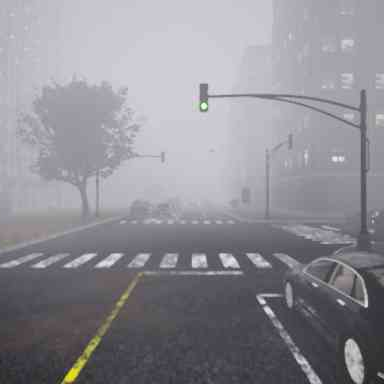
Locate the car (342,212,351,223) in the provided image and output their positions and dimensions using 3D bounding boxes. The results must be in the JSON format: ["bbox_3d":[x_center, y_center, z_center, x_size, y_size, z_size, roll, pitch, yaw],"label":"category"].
[{"bbox_3d":[13.424,1.652,24.529,4.403,1.369,2.008,-1,0,-1],"label":"car"}]

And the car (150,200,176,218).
[{"bbox_3d":[-3.102,1.969,36.151,1.837,1.490,4.892,0,-1,0],"label":"car"}]

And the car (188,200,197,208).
[{"bbox_3d":[0.087,2.416,66.431,2.033,1.411,5.357,0,-1,0],"label":"car"}]

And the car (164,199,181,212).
[{"bbox_3d":[-3.098,2.090,46.357,2.128,1.511,4.902,0,-1,0],"label":"car"}]

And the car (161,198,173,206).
[{"bbox_3d":[-5.697,2.319,76.165,2.192,1.841,5.009,0,-1,0],"label":"car"}]

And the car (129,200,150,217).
[{"bbox_3d":[-5.695,1.797,37.509,2.192,1.841,5.009,0,-1,0],"label":"car"}]

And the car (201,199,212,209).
[{"bbox_3d":[2.685,2.342,59.595,1.947,1.339,4.313,0,-1,0],"label":"car"}]

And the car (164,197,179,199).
[{"bbox_3d":[-3.089,1.961,56.938,2.150,2.045,5.566,0,-1,-1],"label":"car"}]

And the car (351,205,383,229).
[{"bbox_3d":[13.482,1.421,21.932,4.553,1.767,2.097,-1,-1,-1],"label":"car"}]

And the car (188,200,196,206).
[{"bbox_3d":[-0.005,2.613,77.107,1.895,1.301,4.718,0,-1,0],"label":"car"}]

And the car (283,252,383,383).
[{"bbox_3d":[2.688,1.616,5.121,2.008,1.369,4.403,0,-1,0],"label":"car"}]

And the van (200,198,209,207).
[{"bbox_3d":[2.684,2.268,70.644,1.690,1.788,3.998,0,-1,0],"label":"van"}]

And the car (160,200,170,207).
[{"bbox_3d":[-5.697,2.493,70.641,1.947,1.339,4.313,0,-1,0],"label":"car"}]

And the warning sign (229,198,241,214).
[{"bbox_3d":[5.066,1.625,39.637,1.300,1.860,1.060,0,-1,0],"label":"warning sign"}]

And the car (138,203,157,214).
[{"bbox_3d":[-5.695,2.120,43.028,1.947,1.339,4.313,0,-1,0],"label":"car"}]
